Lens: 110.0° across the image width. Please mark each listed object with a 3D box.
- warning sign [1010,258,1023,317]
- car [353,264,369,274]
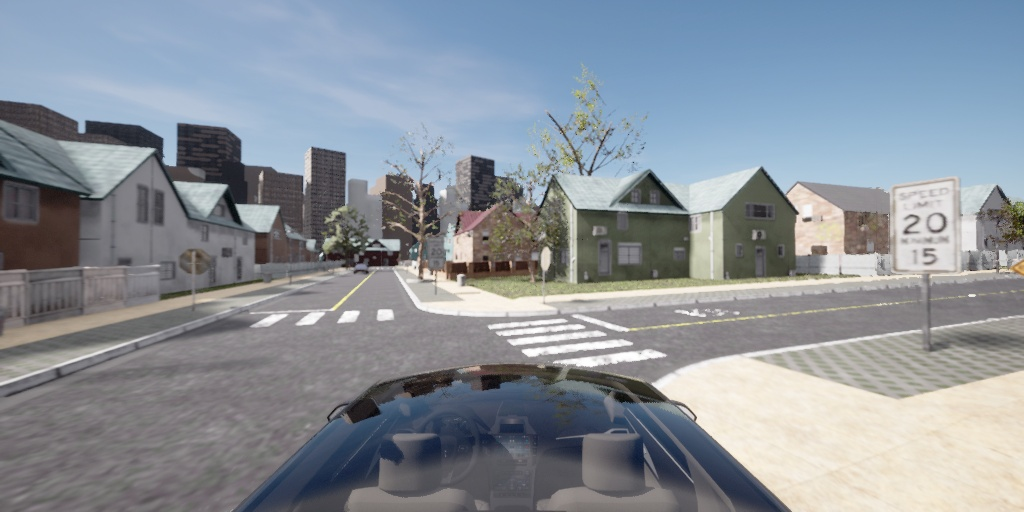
[{"bbox_3d":[13.139,0.564,8.634,1.060,1.860,1.300,0,0,-18],"label":"warning sign"},{"bbox_3d":[-21.254,1.808,50.703,2.033,1.411,5.357,0,-1,-19],"label":"car"}]
